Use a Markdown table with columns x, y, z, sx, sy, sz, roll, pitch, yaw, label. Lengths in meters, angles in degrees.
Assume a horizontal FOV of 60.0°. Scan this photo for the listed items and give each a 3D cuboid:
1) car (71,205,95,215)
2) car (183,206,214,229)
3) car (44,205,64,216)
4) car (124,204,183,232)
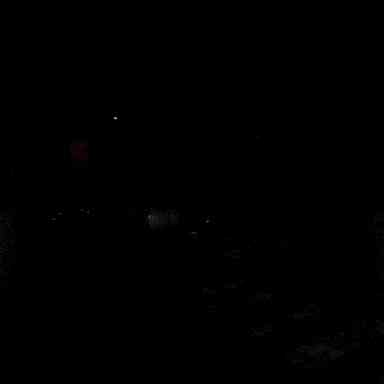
| x | y | z | sx | sy | sz | roll | pitch | yaw | label |
| --- | --- | --- | --- | --- | --- | --- | --- | --- | --- |
| -14.704 | 2.422 | 44.740 | 1.895 | 1.301 | 4.718 | 0 | -1 | -36 | car |
| -0.348 | 1.863 | 25.027 | 1.837 | 1.490 | 4.892 | 0 | -1 | -36 | car |
| -18.291 | 2.406 | 44.160 | 2.033 | 1.411 | 5.357 | 0 | -1 | -36 | car |
| -2.983 | 1.716 | 23.125 | 2.097 | 1.767 | 4.553 | 0 | -1 | -36 | car |
